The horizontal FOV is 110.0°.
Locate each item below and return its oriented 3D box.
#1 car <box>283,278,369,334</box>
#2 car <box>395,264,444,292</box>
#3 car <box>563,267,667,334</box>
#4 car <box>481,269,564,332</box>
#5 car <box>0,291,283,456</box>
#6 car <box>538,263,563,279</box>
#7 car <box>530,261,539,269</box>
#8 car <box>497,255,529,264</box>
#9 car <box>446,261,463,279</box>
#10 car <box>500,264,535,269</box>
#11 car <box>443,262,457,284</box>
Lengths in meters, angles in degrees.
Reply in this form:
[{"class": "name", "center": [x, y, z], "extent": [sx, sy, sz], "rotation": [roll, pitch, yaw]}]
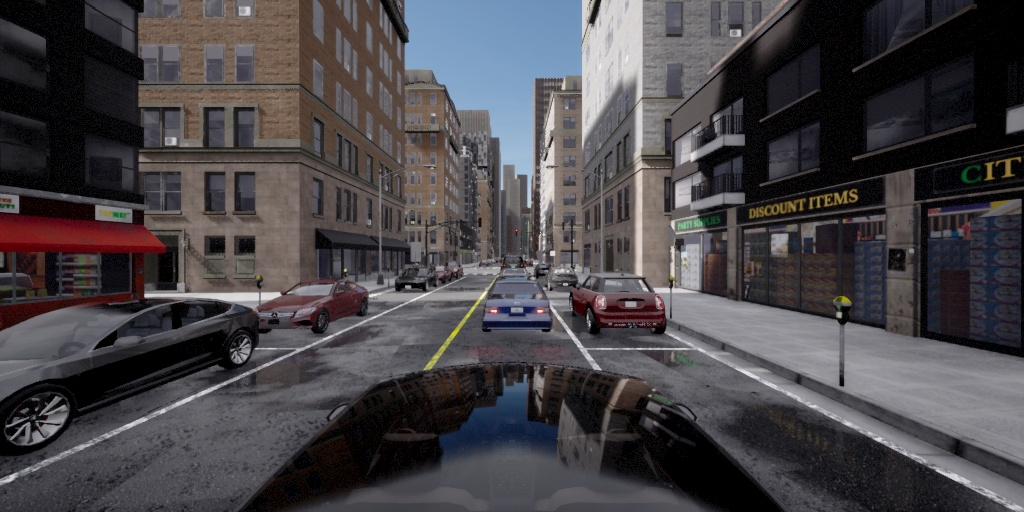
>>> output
[{"class": "car", "center": [-5.650, 1.332, 10.609], "extent": [1.802, 1.307, 4.207], "rotation": [0, 0, 0]}, {"class": "car", "center": [-5.622, 1.317, 21.611], "extent": [1.948, 1.339, 4.313], "rotation": [0, 0, 0]}, {"class": "car", "center": [2.876, 1.190, 10.587], "extent": [1.967, 1.591, 4.097], "rotation": [0, 0, 0]}, {"class": "car", "center": [0.122, 1.297, 10.802], "extent": [2.033, 1.411, 5.357], "rotation": [0, 0, 0]}, {"class": "car", "center": [-5.664, 1.315, 5.108], "extent": [1.948, 1.339, 4.313], "rotation": [0, 0, 0]}, {"class": "car", "center": [2.904, 1.301, 21.590], "extent": [2.007, 1.370, 4.403], "rotation": [0, 0, 0]}, {"class": "car", "center": [2.932, 1.319, 32.592], "extent": [1.948, 1.339, 4.313], "rotation": [0, 0, 0]}, {"class": "car", "center": [0.081, 0.975, 31.340], "extent": [2.150, 2.045, 5.566], "rotation": [0, 0, -1]}, {"class": "car", "center": [-5.593, 1.193, 32.614], "extent": [1.967, 1.591, 4.097], "rotation": [0, 0, 0]}, {"class": "car", "center": [0.146, 1.352, 21.308], "extent": [1.895, 1.301, 4.718], "rotation": [0, 0, 0]}, {"class": "car", "center": [-5.608, 1.334, 27.113], "extent": [1.802, 1.307, 4.207], "rotation": [0, 0, 0]}]
